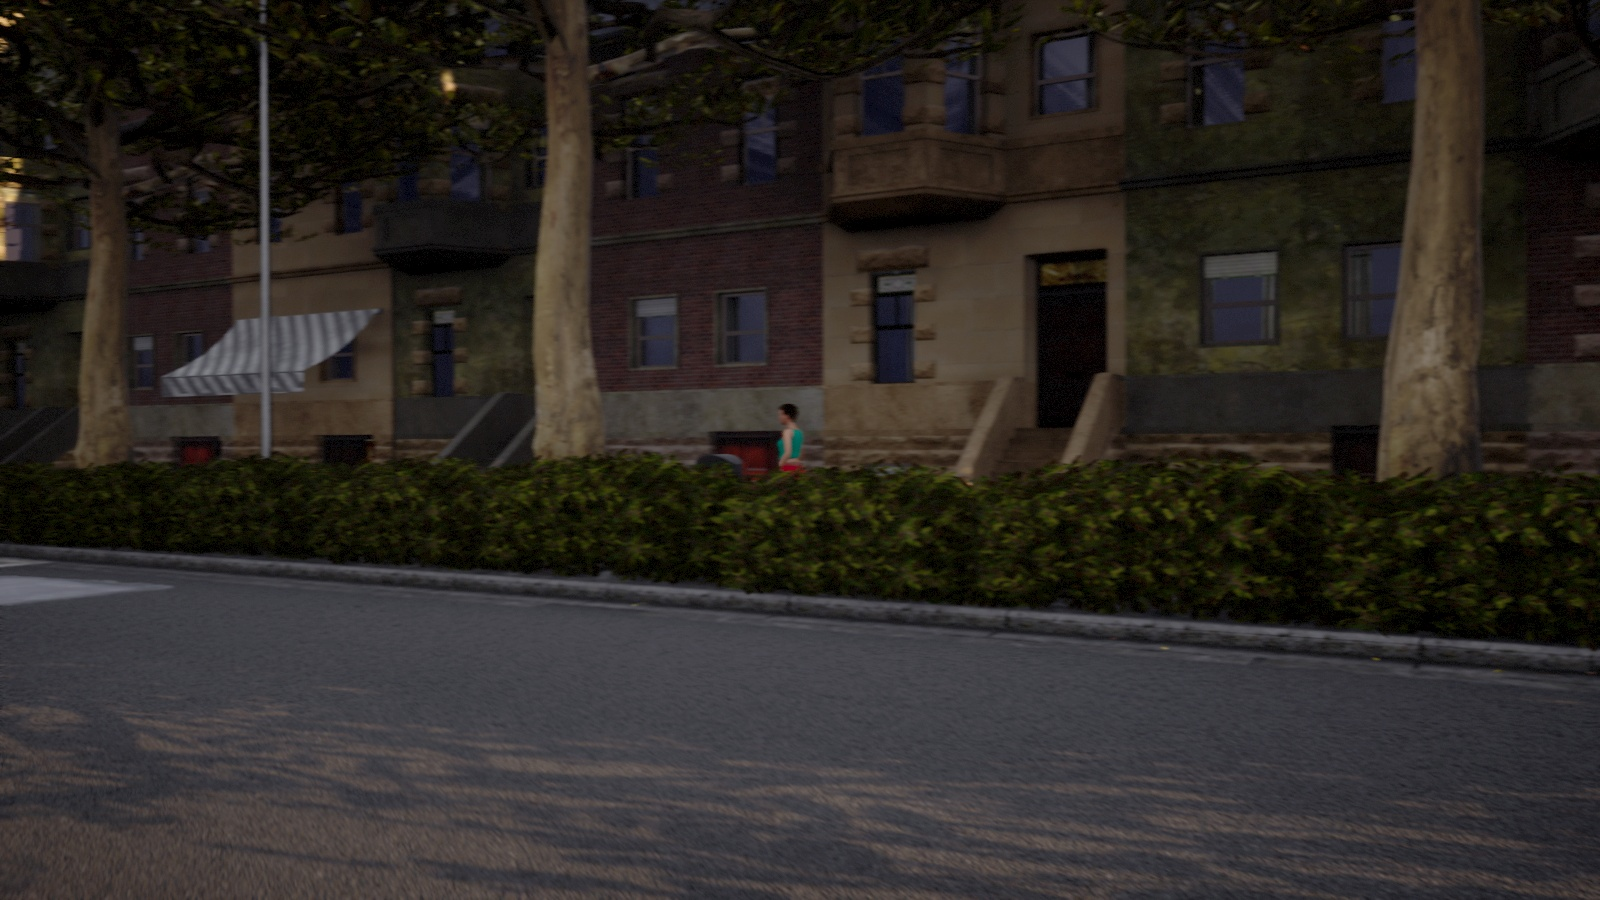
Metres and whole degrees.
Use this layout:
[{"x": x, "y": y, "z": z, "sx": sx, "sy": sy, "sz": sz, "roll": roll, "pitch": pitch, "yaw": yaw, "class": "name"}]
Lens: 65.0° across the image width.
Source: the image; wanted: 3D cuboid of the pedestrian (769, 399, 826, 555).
[{"x": -0.029, "y": 0.318, "z": 15.073, "sx": 0.594, "sy": 1.836, "sz": 0.345, "roll": 0, "pitch": 0, "yaw": 29, "class": "pedestrian"}]
